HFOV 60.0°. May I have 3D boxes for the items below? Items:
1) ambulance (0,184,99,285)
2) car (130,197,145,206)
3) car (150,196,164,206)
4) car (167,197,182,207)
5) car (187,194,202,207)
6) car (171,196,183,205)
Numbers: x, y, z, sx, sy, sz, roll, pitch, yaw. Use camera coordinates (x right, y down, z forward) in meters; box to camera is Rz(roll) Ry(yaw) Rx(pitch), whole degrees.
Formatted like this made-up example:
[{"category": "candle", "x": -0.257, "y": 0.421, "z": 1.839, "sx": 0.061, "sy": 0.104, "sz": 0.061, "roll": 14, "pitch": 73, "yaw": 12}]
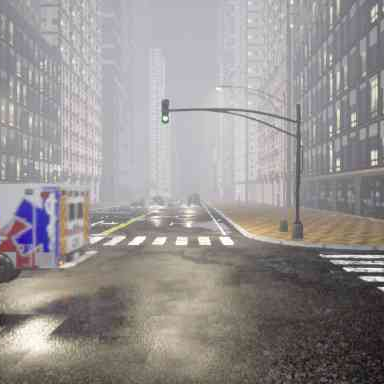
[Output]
[{"category": "ambulance", "x": -6.025, "y": 1.031, "z": 9.145, "sx": 6.366, "sy": 2.431, "sz": 2.351, "roll": 0, "pitch": 0, "yaw": 2}, {"category": "car", "x": -9.342, "y": 1.638, "z": 57.702, "sx": 2.033, "sy": 1.411, "sz": 5.357, "roll": 0, "pitch": 0, "yaw": 0}, {"category": "car", "x": -6.092, "y": 1.443, "z": 57.709, "sx": 2.097, "sy": 1.767, "sz": 4.553, "roll": 0, "pitch": 0, "yaw": 0}, {"category": "car", "x": -2.871, "y": 1.678, "z": 53.518, "sx": 1.895, "sy": 1.301, "sz": 4.718, "roll": 0, "pitch": 0, "yaw": 0}, {"category": "car", "x": 0.379, "y": 1.299, "z": 53.496, "sx": 2.150, "sy": 2.045, "sz": 5.566, "roll": 0, "pitch": 0, "yaw": 0}, {"category": "car", "x": -2.800, "y": 1.603, "z": 63.489, "sx": 2.128, "sy": 1.511, "sz": 4.902, "roll": 0, "pitch": 0, "yaw": 0}]
